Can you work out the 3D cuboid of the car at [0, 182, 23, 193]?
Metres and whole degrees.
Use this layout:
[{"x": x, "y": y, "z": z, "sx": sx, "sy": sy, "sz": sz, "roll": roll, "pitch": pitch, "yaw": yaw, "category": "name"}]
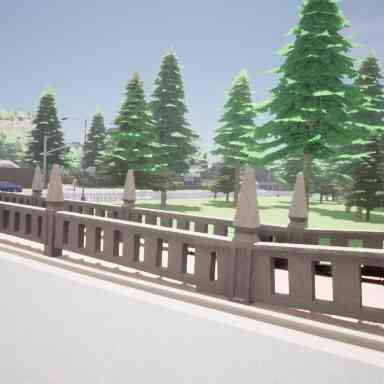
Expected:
[{"x": -21.384, "y": -0.402, "z": 36.981, "sx": 1.812, "sy": 1.442, "sz": 4.674, "roll": 4, "pitch": 3, "yaw": 37, "category": "car"}]
